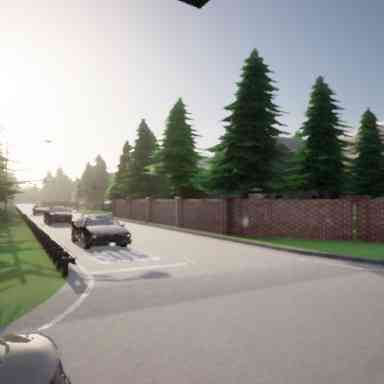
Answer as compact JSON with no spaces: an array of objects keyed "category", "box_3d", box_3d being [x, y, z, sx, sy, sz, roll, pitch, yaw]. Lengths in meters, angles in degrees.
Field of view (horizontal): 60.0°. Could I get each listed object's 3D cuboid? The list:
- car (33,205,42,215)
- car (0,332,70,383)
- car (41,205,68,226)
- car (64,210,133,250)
[{"category":"car","box_3d":[-20.948,2.467,46.013,2.033,1.411,5.357,1,-2,-29]},{"category":"car","box_3d":[-3.040,1.571,1.654,4.674,1.442,1.812,1,-2,-29]},{"category":"car","box_3d":[-11.425,1.983,28.409,1.882,1.535,5.008,1,-2,-29]},{"category":"car","box_3d":[-4.437,1.757,15.628,2.033,1.411,5.357,1,-2,-29]}]
